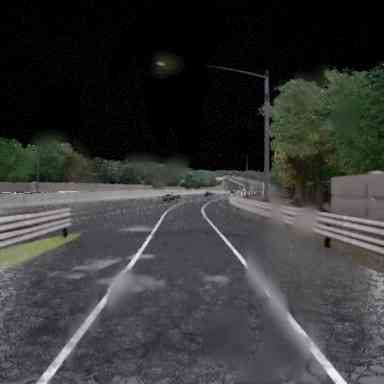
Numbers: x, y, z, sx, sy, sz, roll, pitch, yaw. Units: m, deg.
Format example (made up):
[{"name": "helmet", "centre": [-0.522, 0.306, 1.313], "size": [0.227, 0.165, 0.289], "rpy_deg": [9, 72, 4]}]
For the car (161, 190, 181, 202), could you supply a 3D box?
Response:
[{"name": "car", "centre": [-3.130, 0.794, 54.580], "size": [1.837, 1.490, 4.892], "rpy_deg": [1, 1, 15]}]

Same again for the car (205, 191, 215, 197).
[{"name": "car", "centre": [4.428, 0.434, 83.713], "size": [1.837, 1.490, 4.892], "rpy_deg": [1, 1, 15]}]
